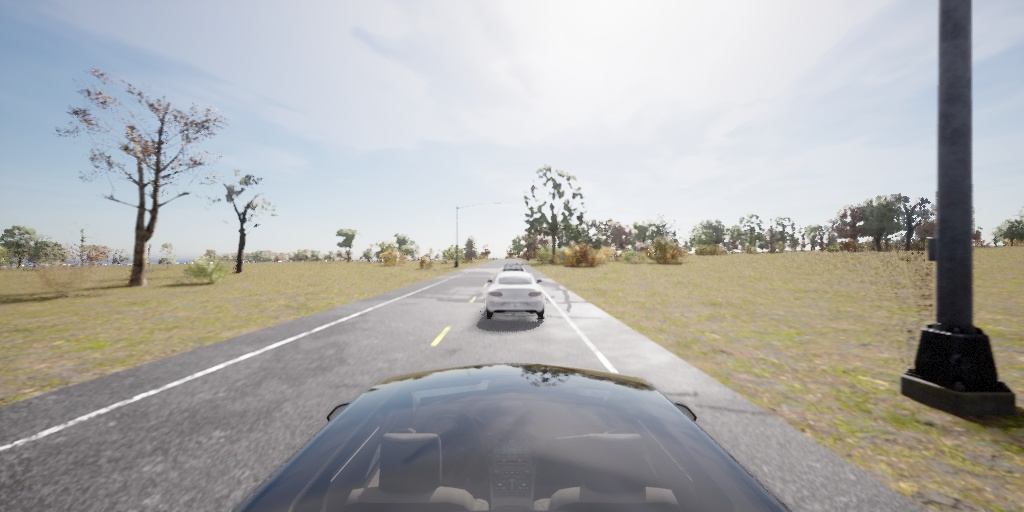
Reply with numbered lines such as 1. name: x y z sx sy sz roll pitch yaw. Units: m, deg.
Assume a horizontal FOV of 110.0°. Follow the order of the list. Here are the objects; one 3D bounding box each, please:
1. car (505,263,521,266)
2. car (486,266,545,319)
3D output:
1. car: 0.102 1.285 33.987 1.895 1.301 4.718 0 0 0
2. car: 0.102 1.253 12.637 1.812 1.442 4.674 0 0 0
